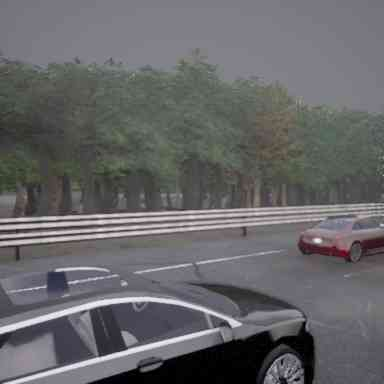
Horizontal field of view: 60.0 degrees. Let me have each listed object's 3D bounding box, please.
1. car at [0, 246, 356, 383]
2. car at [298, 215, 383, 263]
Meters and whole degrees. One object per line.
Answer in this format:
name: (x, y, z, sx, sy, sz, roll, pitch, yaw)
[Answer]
car: (-0.839, 1.486, 3.100, 4.902, 1.511, 2.128, 0, 0, -35)
car: (5.720, 1.534, 11.852, 4.181, 1.385, 1.994, 0, 0, -34)
